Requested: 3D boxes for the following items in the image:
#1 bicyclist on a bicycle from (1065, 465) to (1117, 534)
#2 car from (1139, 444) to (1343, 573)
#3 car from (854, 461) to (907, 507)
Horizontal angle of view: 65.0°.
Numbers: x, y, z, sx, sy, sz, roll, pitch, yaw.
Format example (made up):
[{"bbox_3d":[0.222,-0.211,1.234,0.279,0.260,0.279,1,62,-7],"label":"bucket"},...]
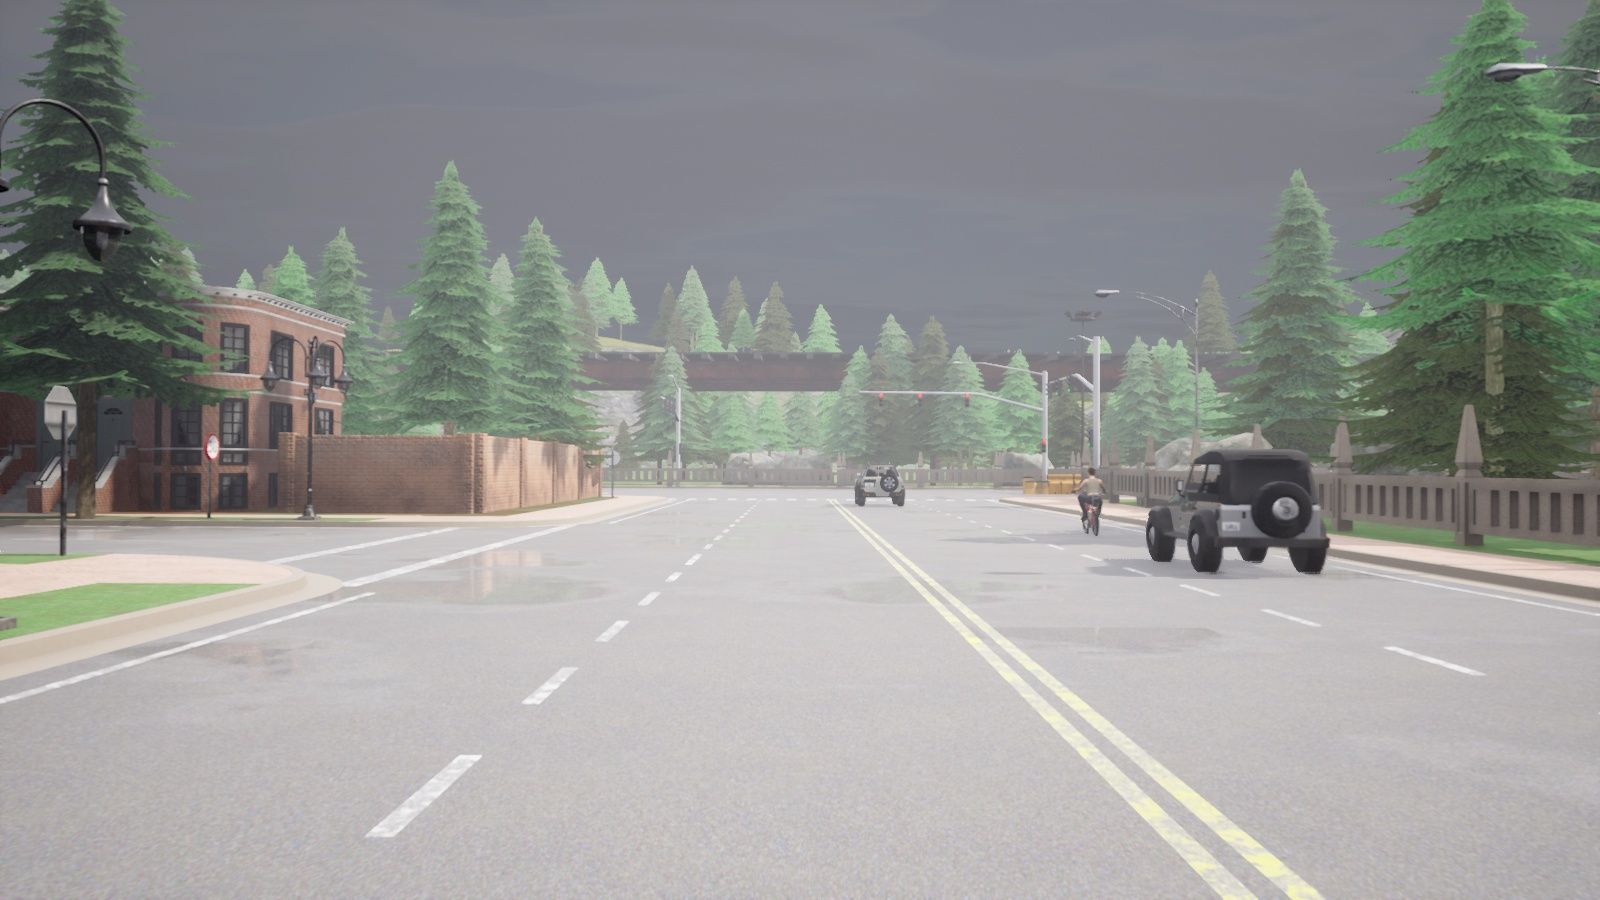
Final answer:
[{"bbox_3d":[6.928,1.169,30.003,0.866,1.612,1.509,0,-1,0],"label":"bicyclist on a bicycle"},{"bbox_3d":[6.947,0.882,20.218,1.905,1.878,3.866,0,-1,0],"label":"car"},{"bbox_3d":[3.363,1.413,53.391,1.932,1.855,4.605,0,-1,0],"label":"car"}]
